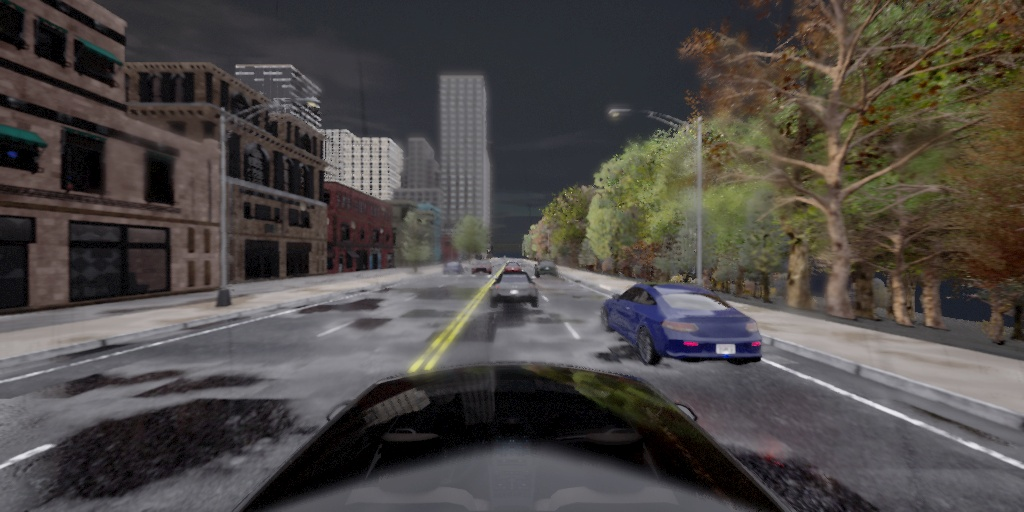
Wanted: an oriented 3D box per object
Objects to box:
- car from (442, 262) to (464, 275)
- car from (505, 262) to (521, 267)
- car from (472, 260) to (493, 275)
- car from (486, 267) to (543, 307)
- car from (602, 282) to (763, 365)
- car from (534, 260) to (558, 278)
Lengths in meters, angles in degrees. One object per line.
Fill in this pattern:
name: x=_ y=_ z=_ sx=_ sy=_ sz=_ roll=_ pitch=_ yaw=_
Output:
car: x=-6.590 y=1.372 z=40.749 sx=1.812 sy=1.442 sz=4.674 roll=0 pitch=0 yaw=0
car: x=0.087 y=1.417 z=43.219 sx=1.994 sy=1.385 sz=4.181 roll=0 pitch=0 yaw=0
car: x=-3.338 y=1.199 z=40.980 sx=2.097 sy=1.767 sz=4.553 roll=0 pitch=0 yaw=0
car: x=0.096 y=1.350 z=15.735 sx=1.994 sy=1.385 sz=4.181 roll=0 pitch=0 yaw=0
car: x=3.349 y=1.292 z=7.922 sx=1.812 sy=1.442 sz=4.674 roll=0 pitch=0 yaw=0
car: x=3.340 y=1.188 z=36.010 sx=2.097 sy=1.767 sz=4.553 roll=0 pitch=0 yaw=0
